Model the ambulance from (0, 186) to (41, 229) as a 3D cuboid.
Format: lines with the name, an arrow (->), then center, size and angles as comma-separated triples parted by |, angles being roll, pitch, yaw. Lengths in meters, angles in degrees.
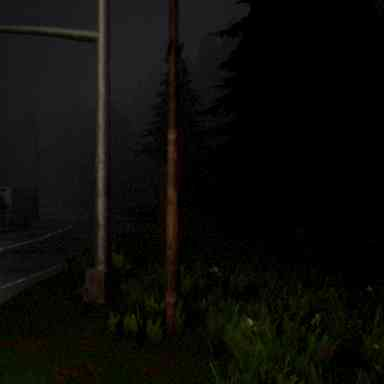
ambulance -> -10.268, 0.899, 17.658 | 2.351, 2.431, 6.366 | 1, 0, -5
